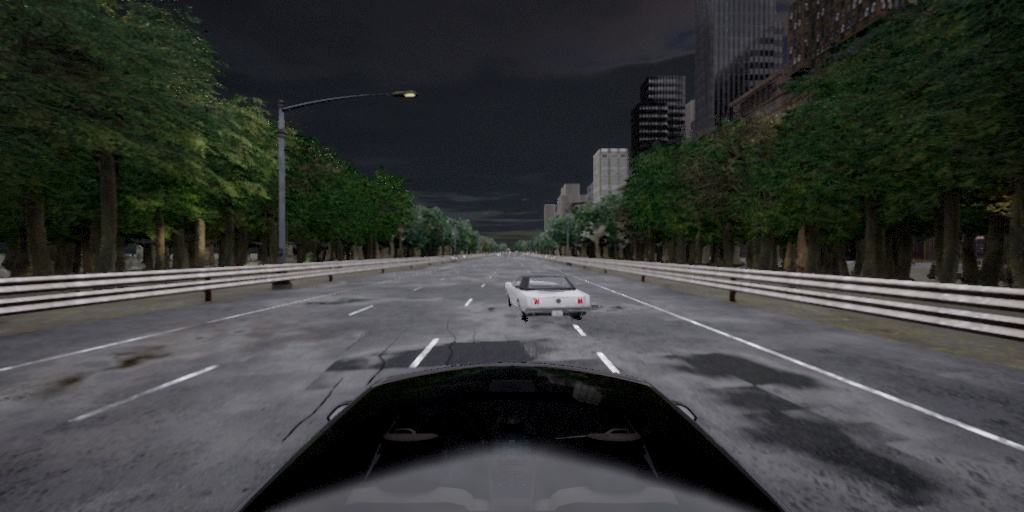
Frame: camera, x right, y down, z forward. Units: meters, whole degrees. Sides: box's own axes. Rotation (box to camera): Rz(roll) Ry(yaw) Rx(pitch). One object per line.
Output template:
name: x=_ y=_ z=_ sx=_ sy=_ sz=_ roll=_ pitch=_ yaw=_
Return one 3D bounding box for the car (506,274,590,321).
car: x=0.934 y=1.250 z=11.983 sx=1.895 sy=1.301 sz=4.718 roll=0 pitch=1 yaw=-8
